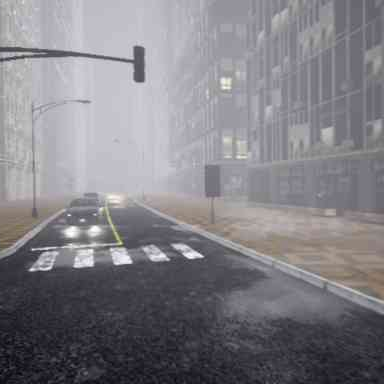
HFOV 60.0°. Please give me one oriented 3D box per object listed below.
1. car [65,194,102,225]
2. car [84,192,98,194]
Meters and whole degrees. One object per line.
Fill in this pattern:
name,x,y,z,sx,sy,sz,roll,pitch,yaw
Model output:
car,-6.652,1.083,20.509,2.033,1.411,5.357,-1,1,-16
car,-10.473,0.784,34.516,1.837,1.490,4.892,-1,2,-14
